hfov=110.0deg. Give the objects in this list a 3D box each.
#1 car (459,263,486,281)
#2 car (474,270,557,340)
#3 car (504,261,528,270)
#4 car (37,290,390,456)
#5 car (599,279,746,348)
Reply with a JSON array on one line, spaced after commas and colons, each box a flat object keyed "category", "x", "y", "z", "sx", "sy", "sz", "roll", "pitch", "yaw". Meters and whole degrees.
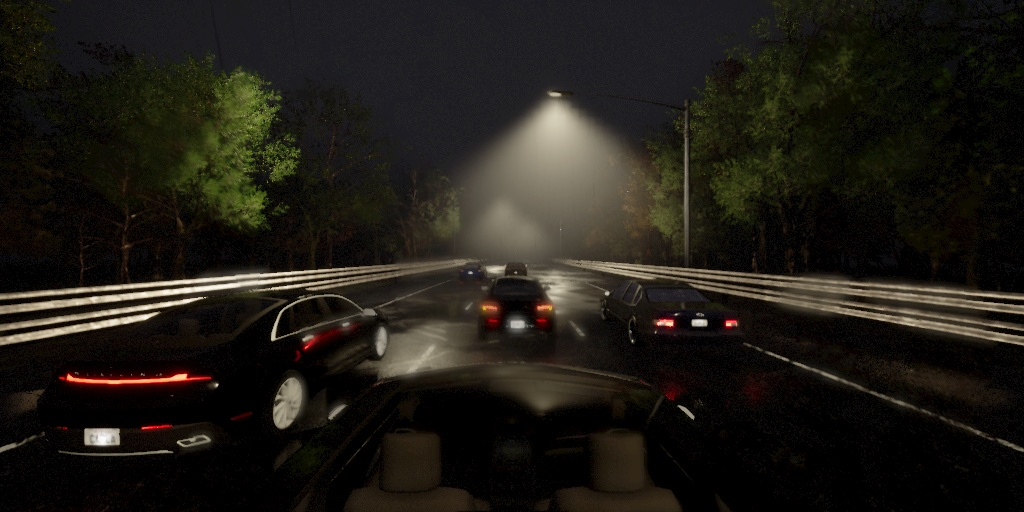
[{"category": "car", "x": -3.175, "y": 1.293, "z": 29.828, "sx": 1.994, "sy": 1.385, "sz": 4.181, "roll": 0, "pitch": 0, "yaw": 1}, {"category": "car", "x": 0.128, "y": 1.270, "z": 9.814, "sx": 1.812, "sy": 1.442, "sz": 4.674, "roll": 0, "pitch": 0, "yaw": 0}, {"category": "car", "x": 0.344, "y": 1.205, "z": 31.458, "sx": 1.882, "sy": 1.535, "sz": 5.008, "roll": 0, "pitch": 0, "yaw": 1}, {"category": "car", "x": -3.388, "y": 1.252, "z": 5.395, "sx": 1.837, "sy": 1.490, "sz": 4.892, "roll": 0, "pitch": 0, "yaw": 0}, {"category": "car", "x": 3.599, "y": 1.292, "z": 9.173, "sx": 2.033, "sy": 1.411, "sz": 5.357, "roll": 0, "pitch": 0, "yaw": 3}]
